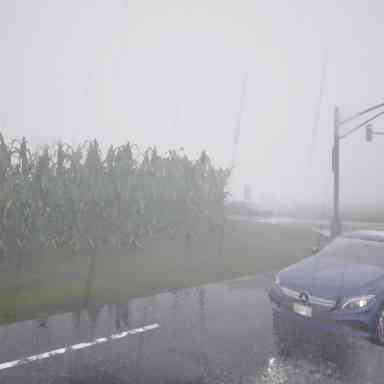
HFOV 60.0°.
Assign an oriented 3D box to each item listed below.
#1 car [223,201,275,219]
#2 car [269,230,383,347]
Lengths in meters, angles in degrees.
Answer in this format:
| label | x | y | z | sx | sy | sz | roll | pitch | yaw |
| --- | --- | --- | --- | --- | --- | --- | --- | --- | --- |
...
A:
| label | x | y | z | sx | sy | sz | roll | pitch | yaw |
| --- | --- | --- | --- | --- | --- | --- | --- | --- | --- |
| car | 4.710 | 1.507 | 28.802 | 2.033 | 1.411 | 5.357 | 1 | 0 | -29 |
| car | 3.505 | 1.527 | 6.480 | 4.674 | 1.442 | 1.812 | 0 | 0 | -38 |
